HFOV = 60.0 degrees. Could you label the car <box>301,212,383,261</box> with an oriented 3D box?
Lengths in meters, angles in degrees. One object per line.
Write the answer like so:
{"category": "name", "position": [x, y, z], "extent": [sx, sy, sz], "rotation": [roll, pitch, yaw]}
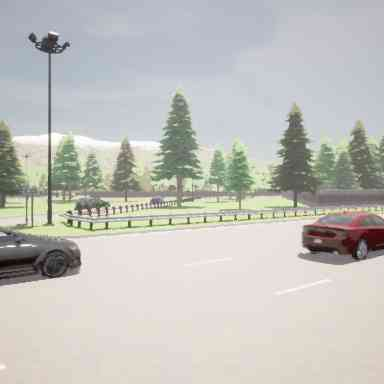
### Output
{"category": "car", "position": [6.173, 1.477, 12.434], "extent": [5.008, 1.535, 1.882], "rotation": [0, 0, -35]}

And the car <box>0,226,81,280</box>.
{"category": "car", "position": [-5.122, 1.564, 8.690], "extent": [4.181, 1.385, 1.994], "rotation": [0, 0, -35]}

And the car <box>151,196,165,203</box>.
{"category": "car", "position": [-6.363, 1.477, 62.511], "extent": [1.882, 1.535, 5.008], "rotation": [0, 0, 5]}

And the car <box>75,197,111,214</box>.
{"category": "car", "position": [-10.483, 1.352, 35.569], "extent": [2.097, 1.767, 4.553], "rotation": [0, 0, 14]}
